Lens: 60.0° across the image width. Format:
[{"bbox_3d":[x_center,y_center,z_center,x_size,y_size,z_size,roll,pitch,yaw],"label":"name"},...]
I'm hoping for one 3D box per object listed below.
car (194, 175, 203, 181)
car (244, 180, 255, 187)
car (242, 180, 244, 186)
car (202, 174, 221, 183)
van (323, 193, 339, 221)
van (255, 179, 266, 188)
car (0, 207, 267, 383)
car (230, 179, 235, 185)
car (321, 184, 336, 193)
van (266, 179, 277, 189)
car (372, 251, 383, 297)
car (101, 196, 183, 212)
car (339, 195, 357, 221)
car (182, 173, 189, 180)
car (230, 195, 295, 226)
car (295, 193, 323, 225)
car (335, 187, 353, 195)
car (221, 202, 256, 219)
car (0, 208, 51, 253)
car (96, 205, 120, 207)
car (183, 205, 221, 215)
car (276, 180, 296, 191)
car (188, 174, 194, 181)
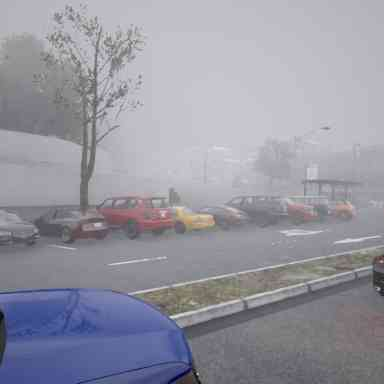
[{"bbox_3d":[3.755,-3.698,88.444,2.435,2.045,5.566,7,3,34],"label":"car"},{"bbox_3d":[14.256,-1.811,73.871,1.946,1.575,5.366,7,3,35],"label":"car"},{"bbox_3d":[12.429,-2.043,76.195,2.002,1.452,4.674,7,4,35],"label":"car"},{"bbox_3d":[5.601,-3.176,86.181,1.946,1.575,5.366,7,3,34],"label":"car"},{"bbox_3d":[8.826,1.297,26.216,4.442,1.987,1.878,-1,-1,35],"label":"van"},{"bbox_3d":[15.825,-1.763,71.137,1.878,1.987,4.442,7,4,35],"label":"van"},{"bbox_3d":[-2.431,1.221,1.402,5.566,2.045,2.150,0,0,-35],"label":"car"},{"bbox_3d":[10.692,-2.317,78.661,2.002,1.452,4.674,7,3,35],"label":"car"},{"bbox_3d":[24.500,-0.425,58.900,2.435,2.045,5.566,7,3,35],"label":"car"},{"bbox_3d":[17.549,-1.490,68.662,1.878,1.987,4.442,7,4,35],"label":"van"},{"bbox_3d":[5.821,1.515,7.256,4.892,1.490,1.837,0,0,-35],"label":"car"},{"bbox_3d":[-3.597,1.248,17.653,5.566,2.045,2.435,-1,-1,35],"label":"car"},{"bbox_3d":[11.239,1.404,27.961,4.553,1.767,2.185,-1,-1,35],"label":"car"},{"bbox_3d":[0.240,-4.085,93.387,2.185,1.767,4.553,4,1,34],"label":"car"},{"bbox_3d":[3.767,1.263,22.851,5.566,2.045,2.435,-1,-1,35],"label":"car"},{"bbox_3d":[6.284,1.267,24.551,5.566,2.045,2.435,-1,-1,35],"label":"car"},{"bbox_3d":[26.186,0.137,56.425,2.002,1.452,4.674,7,3,35],"label":"car"},{"bbox_3d":[1.336,1.549,21.098,4.674,1.452,2.002,-1,-1,35],"label":"car"},{"bbox_3d":[-8.468,1.493,14.171,4.892,1.521,2.231,-1,-1,35],"label":"car"},{"bbox_3d":[-6.045,1.524,15.913,4.792,1.488,2.163,-1,-1,35],"label":"car"},{"bbox_3d":[-1.273,1.503,19.476,5.366,1.575,1.946,-1,-1,35],"label":"car"},{"bbox_3d":[19.304,-0.992,66.296,2.231,1.521,4.892,7,3,35],"label":"car"},{"bbox_3d":[1.965,-3.850,90.914,2.185,1.767,4.553,6,3,34],"label":"car"}]
